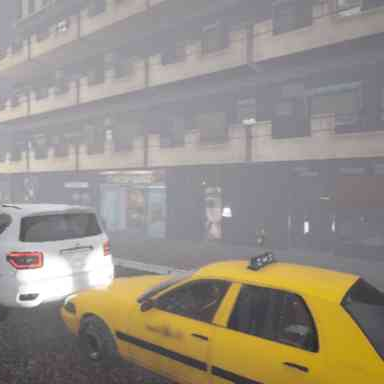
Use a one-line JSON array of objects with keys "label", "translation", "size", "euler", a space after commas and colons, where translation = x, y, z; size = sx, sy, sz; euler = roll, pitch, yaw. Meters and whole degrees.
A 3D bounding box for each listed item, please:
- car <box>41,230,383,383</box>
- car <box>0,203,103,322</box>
[{"label": "car", "translation": [0.554, 1.483, 3.963], "size": [5.366, 1.575, 1.801], "euler": [0, 0, 36]}, {"label": "car", "translation": [-4.171, 1.259, 7.397], "size": [5.566, 2.045, 2.150], "euler": [0, 0, 36]}]
